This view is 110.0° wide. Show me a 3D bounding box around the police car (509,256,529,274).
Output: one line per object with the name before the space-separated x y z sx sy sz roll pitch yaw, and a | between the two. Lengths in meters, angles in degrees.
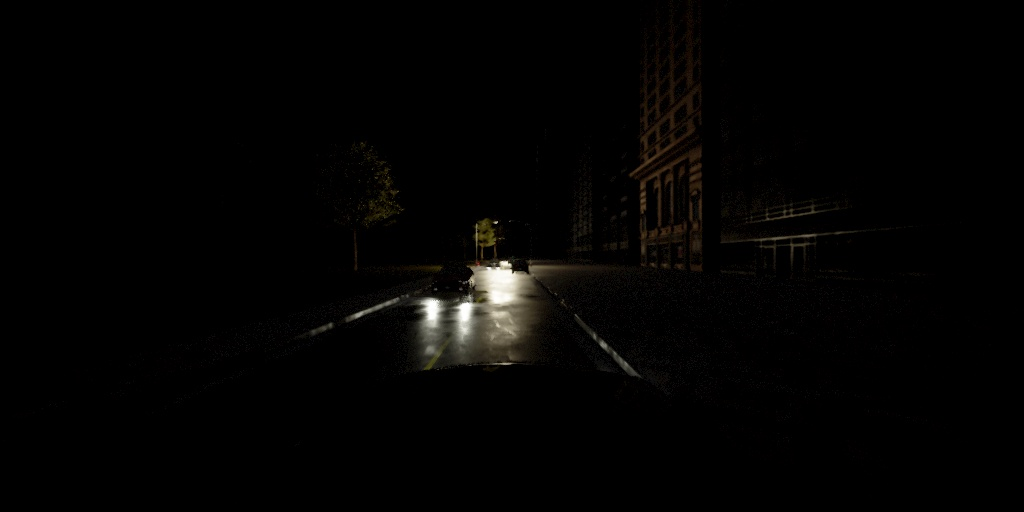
police car | 0.905 1.164 40.195 1.930 1.638 5.238 0 0 0

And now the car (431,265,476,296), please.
car | -3.096 1.224 19.701 1.882 1.535 5.008 0 0 0

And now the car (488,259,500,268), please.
car | -3.023 1.234 61.040 1.812 1.442 4.674 0 0 1
